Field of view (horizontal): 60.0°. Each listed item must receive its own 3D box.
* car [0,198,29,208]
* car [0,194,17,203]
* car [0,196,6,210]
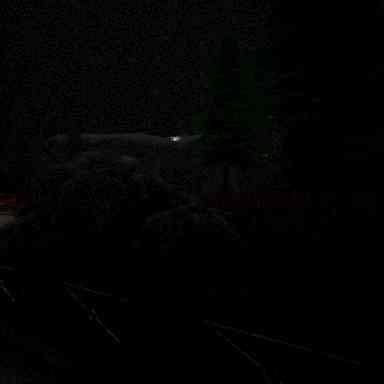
[{"bbox_3d":[-27.204,1.577,49.772,1.895,1.301,4.718,0,0,35],"label":"car"},{"bbox_3d":[-22.733,1.243,37.863,2.150,2.045,5.566,0,0,35],"label":"car"},{"bbox_3d":[-25.332,1.359,40.253,2.097,1.767,4.553,0,0,35],"label":"car"}]
